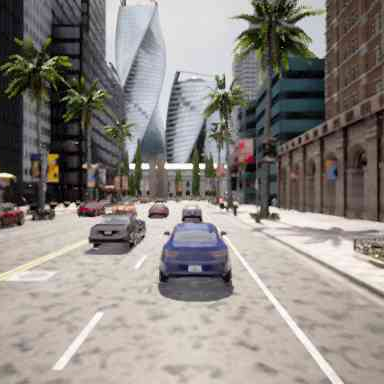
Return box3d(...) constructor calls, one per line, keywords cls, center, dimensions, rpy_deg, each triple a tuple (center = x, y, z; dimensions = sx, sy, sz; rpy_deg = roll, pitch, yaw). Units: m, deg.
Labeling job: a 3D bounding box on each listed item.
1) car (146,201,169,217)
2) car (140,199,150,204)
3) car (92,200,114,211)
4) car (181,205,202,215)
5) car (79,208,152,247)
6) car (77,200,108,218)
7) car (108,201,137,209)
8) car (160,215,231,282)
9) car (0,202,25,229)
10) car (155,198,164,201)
box3d(cls="car", center=(-3.565, 1.958, 36.089), dimensions=(1.994, 1.385, 4.181), rpy_deg=(0, -1, -1))
box3d(cls="car", center=(-11.096, 2.212, 78.180), dimensions=(1.895, 1.301, 4.718), rpy_deg=(0, -1, -1))
box3d(cls="car", center=(-13.928, 2.054, 52.522), dimensions=(2.231, 1.521, 4.892), rpy_deg=(0, -1, -1))
box3d(cls="car", center=(-0.011, 1.885, 30.968), dimensions=(2.033, 1.411, 5.357), rpy_deg=(0, -1, -1))
box3d(cls="car", center=(-3.388, 1.721, 15.952), dimensions=(2.033, 1.411, 5.357), rpy_deg=(0, -1, 0))
box3d(cls="car", center=(-10.754, 1.867, 35.671), dimensions=(1.882, 1.535, 5.008), rpy_deg=(0, -1, -1))
box3d(cls="car", center=(-7.256, 1.744, 35.882), dimensions=(2.097, 1.767, 4.553), rpy_deg=(0, -1, -1))
box3d(cls="car", center=(0.094, 1.636, 10.013), dimensions=(1.812, 1.442, 4.674), rpy_deg=(0, -1, 1))
box3d(cls="car", center=(-13.620, 1.608, 23.151), dimensions=(2.185, 1.767, 4.553), rpy_deg=(0, -1, -1))
box3d(cls="car", center=(-7.596, 2.101, 78.163), dimensions=(1.882, 1.535, 5.008), rpy_deg=(0, -1, -1))
